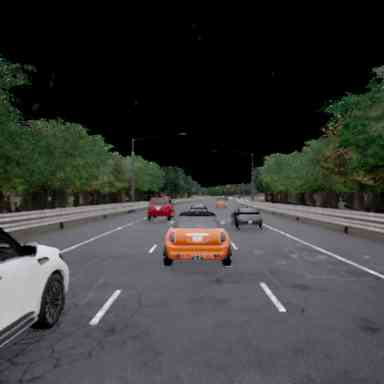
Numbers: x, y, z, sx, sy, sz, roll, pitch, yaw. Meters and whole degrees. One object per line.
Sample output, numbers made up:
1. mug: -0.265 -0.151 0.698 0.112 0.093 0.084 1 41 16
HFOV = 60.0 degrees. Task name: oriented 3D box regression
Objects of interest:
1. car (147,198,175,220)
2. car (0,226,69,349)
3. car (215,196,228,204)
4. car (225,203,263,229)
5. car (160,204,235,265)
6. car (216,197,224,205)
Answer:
1. car: -2.886 1.591 31.814 2.150 2.045 5.566 0 -1 2
2. car: -3.392 1.258 3.891 2.150 2.045 5.566 0 0 0
3. car: 5.814 2.243 67.393 2.097 1.767 4.553 0 -1 4
4. car: 3.795 1.761 23.724 2.128 1.511 4.902 0 -1 1
5. car: 0.190 1.480 12.311 2.097 1.767 4.553 0 -1 1
6. car: 7.543 2.408 89.247 2.150 2.045 5.566 0 -1 5
